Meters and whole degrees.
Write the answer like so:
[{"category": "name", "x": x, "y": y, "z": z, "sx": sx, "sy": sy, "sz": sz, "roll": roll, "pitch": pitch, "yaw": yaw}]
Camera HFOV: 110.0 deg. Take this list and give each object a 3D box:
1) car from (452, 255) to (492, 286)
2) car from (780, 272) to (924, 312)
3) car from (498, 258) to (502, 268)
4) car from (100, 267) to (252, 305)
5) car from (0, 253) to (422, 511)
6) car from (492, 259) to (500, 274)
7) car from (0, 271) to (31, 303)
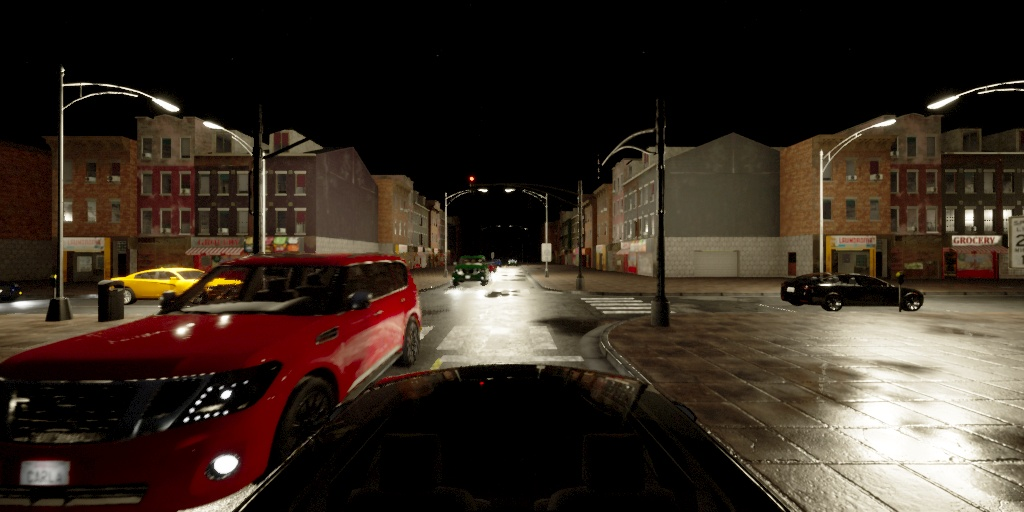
[{"category": "car", "x": -2.814, "y": 0.980, "z": 25.371, "sx": 2.150, "sy": 2.045, "sz": 5.566, "roll": 0, "pitch": 0, "yaw": 0}, {"category": "car", "x": 12.357, "y": 1.266, "z": 13.210, "sx": 4.313, "sy": 1.339, "sz": 1.948, "roll": 0, "pitch": 0, "yaw": 0}, {"category": "car", "x": -2.744, "y": 1.269, "z": 61.526, "sx": 1.882, "sy": 1.535, "sz": 5.008, "roll": 0, "pitch": 0, "yaw": 0}, {"category": "car", "x": -14.589, "y": 1.270, "z": 15.759, "sx": 5.008, "sy": 1.535, "sz": 1.882, "roll": 0, "pitch": 0, "yaw": 2}, {"category": "car", "x": -2.849, "y": 0.972, "z": 4.947, "sx": 2.150, "sy": 2.045, "sz": 5.566, "roll": 0, "pitch": 0, "yaw": 0}, {"category": "car", "x": -2.837, "y": 1.373, "z": 42.829, "sx": 1.895, "sy": 1.301, "sz": 4.718, "roll": 0, "pitch": 0, "yaw": 0}, {"category": "car", "x": -24.593, "y": 1.391, "z": 15.788, "sx": 4.181, "sy": 1.385, "sz": 1.994, "roll": 0, "pitch": 0, "yaw": 0}]
